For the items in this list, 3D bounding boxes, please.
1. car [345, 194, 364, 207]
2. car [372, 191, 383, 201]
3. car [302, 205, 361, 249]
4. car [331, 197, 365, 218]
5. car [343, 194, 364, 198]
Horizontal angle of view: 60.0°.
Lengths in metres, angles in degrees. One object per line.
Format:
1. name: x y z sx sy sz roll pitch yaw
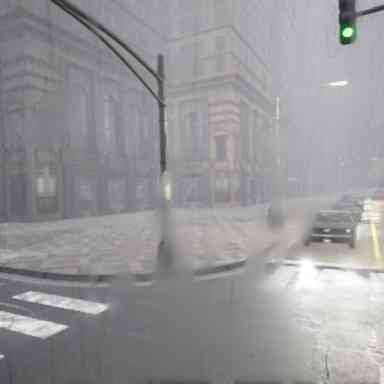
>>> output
1. car: 19.892 1.015 40.644 1.812 1.442 4.674 -2 0 28
2. car: 30.328 0.571 53.784 2.097 1.767 4.553 -2 0 28
3. car: 5.937 1.454 14.108 1.895 1.301 4.718 -2 0 28
4. car: 10.555 1.296 22.911 1.994 1.385 4.181 -2 0 28
5. car: 15.189 0.963 31.771 2.097 1.767 4.553 -2 0 28
